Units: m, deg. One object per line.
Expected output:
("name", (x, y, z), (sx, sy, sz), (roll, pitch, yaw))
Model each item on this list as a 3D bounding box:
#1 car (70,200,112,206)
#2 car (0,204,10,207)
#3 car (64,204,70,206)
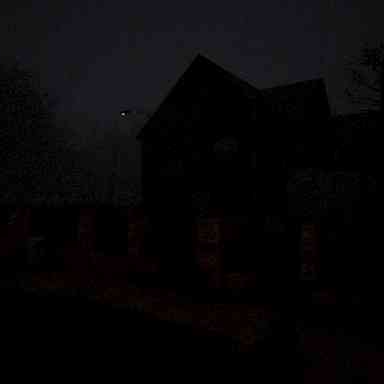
("car", (-9.395, 1.647, 32.793), (1.994, 1.385, 4.181), (0, 0, 35))
("car", (-15.563, 1.648, 24.069), (1.895, 1.301, 4.718), (0, 0, 35))
("car", (-11.517, 1.581, 35.417), (2.128, 1.511, 4.902), (0, 0, 35))
